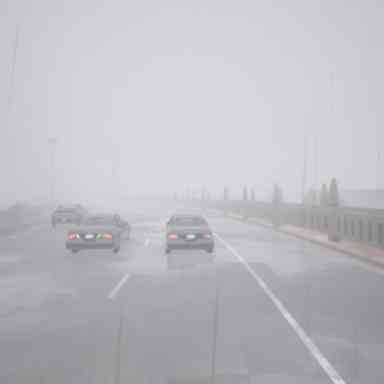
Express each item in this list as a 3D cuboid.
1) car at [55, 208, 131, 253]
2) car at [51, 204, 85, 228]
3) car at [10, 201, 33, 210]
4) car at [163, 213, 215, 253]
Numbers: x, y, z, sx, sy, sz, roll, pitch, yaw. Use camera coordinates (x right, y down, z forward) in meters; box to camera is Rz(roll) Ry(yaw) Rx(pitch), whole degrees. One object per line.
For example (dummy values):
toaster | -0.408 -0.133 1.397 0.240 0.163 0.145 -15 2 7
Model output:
car | -3.724 1.588 13.974 2.033 1.411 5.357 0 0 -4
car | -8.339 1.558 23.100 2.128 1.511 4.902 0 0 -9
car | -19.377 1.711 37.895 1.895 1.301 4.718 0 0 -19
car | -0.223 1.588 13.926 2.033 1.411 5.357 0 0 -4
